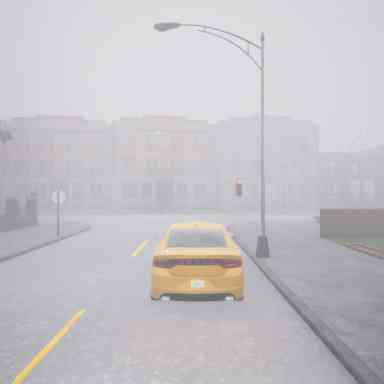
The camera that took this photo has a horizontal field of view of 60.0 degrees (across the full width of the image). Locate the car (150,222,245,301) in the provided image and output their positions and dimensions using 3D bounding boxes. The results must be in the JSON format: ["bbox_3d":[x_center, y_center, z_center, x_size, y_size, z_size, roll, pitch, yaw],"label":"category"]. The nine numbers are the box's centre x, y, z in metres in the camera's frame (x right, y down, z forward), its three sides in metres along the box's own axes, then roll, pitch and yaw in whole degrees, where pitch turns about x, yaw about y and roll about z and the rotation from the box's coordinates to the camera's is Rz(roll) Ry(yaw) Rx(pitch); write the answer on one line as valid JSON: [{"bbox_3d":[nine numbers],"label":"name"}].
[{"bbox_3d":[0.107,1.478,8.375,1.882,1.535,5.008,0,0,0],"label":"car"}]
